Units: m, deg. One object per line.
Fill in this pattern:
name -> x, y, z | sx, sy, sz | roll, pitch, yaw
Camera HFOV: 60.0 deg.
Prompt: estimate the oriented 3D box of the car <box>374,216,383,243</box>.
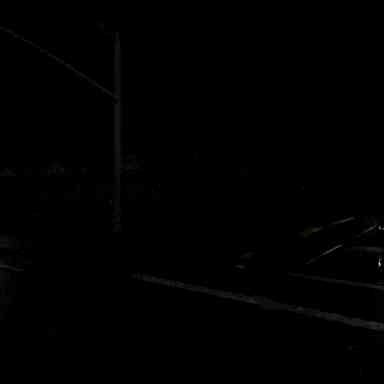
car -> 9.680, 1.466, 15.217 | 1.837, 1.490, 4.892 | 0, 0, 35
